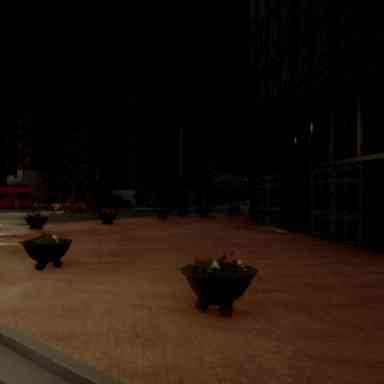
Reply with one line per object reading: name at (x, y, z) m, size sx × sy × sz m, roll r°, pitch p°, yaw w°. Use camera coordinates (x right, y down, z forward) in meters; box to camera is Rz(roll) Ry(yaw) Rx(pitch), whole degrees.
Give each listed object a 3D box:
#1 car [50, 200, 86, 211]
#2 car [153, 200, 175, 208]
car at (-17.044, 1.837, 45.876) m, size 1.882 × 1.535 × 5.008 m, roll 0°, pitch -1°, yaw 36°
car at (-5.254, 2.191, 62.172) m, size 2.128 × 1.511 × 4.902 m, roll 0°, pitch -1°, yaw 36°
